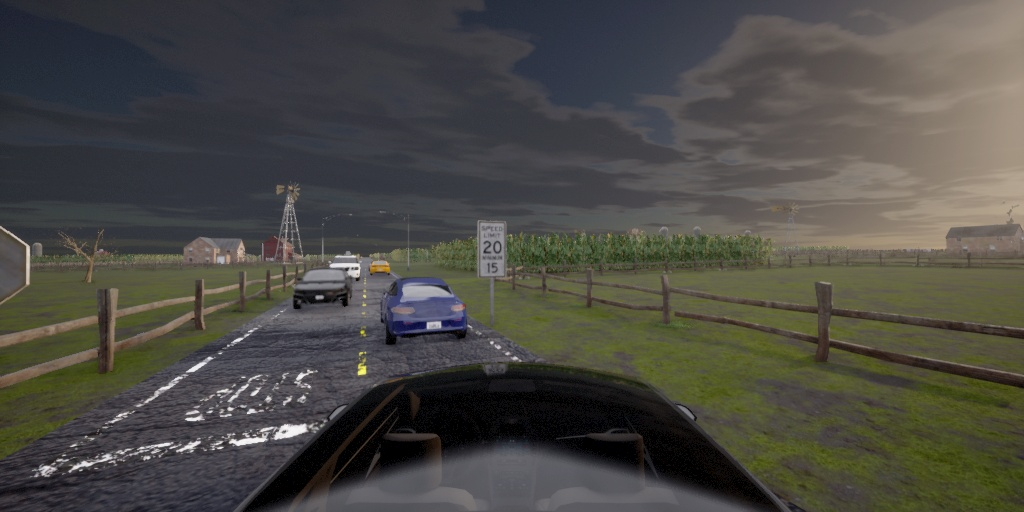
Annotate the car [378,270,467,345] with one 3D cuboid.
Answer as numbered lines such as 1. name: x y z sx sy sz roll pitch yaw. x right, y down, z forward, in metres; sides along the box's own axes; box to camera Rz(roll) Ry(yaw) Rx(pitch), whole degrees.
1. car: -2.488 1.277 9.589 1.812 1.442 4.674 0 0 -22

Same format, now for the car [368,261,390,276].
1. car: -14.140 1.232 38.337 1.882 1.535 5.008 0 0 -21

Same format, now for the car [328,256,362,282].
1. car: -13.519 0.978 29.147 2.150 2.045 5.566 0 0 -22

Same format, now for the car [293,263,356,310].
1. car: -7.861 1.230 15.217 1.882 1.535 5.008 0 0 -22
